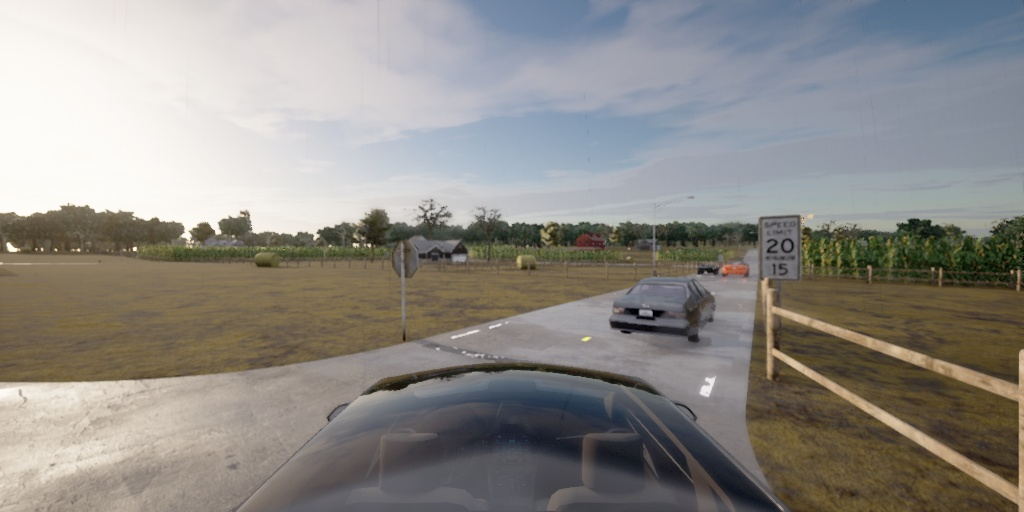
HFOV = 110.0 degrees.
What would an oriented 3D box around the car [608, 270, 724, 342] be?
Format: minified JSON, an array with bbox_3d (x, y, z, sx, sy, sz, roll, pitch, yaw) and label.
[{"bbox_3d":[4.319,1.272,9.817,2.033,1.411,5.357,0,0,35],"label":"car"}]

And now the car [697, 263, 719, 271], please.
[{"bbox_3d":[22.076,1.468,40.319,1.895,1.301,4.718,0,-1,35],"label":"car"}]

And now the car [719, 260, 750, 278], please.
[{"bbox_3d":[22.437,1.183,35.907,2.097,1.767,4.553,0,-1,35],"label":"car"}]
